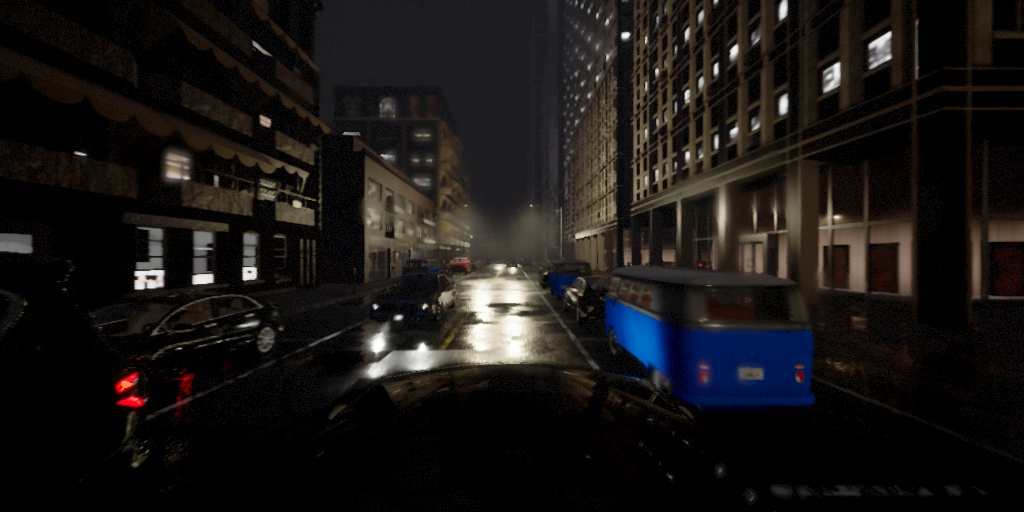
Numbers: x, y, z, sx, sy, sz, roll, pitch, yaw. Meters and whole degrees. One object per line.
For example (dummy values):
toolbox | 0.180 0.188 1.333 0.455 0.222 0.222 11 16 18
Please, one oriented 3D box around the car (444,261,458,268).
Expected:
car | -5.694 1.335 28.475 1.802 1.307 4.207 0 0 0

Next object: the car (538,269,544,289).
car | 2.687 1.315 22.828 1.948 1.339 4.313 0 0 0

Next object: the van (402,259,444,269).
van | -5.693 1.093 22.826 1.690 1.789 3.998 0 0 0

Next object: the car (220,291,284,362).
car | -5.691 1.302 5.881 2.007 1.370 4.403 0 0 0

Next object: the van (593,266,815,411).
van | 2.690 1.089 5.882 1.690 1.789 3.998 0 0 0

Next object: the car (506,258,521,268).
car | -0.008 1.256 59.656 2.128 1.511 4.902 0 0 0

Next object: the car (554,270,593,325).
car | 2.689 1.299 11.530 2.007 1.370 4.403 0 0 0

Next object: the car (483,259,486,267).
car | -5.697 1.315 56.717 2.007 1.370 4.403 0 0 0

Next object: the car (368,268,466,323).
car | -3.087 1.298 12.427 2.033 1.411 5.357 0 0 0

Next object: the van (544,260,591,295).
van | 2.689 1.089 17.179 1.690 1.789 3.998 0 0 0

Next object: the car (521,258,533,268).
car | 2.682 1.347 62.367 1.802 1.307 4.207 0 0 0

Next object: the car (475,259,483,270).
car | -5.697 1.327 51.069 1.948 1.339 4.313 0 0 0

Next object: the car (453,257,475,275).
car | -5.696 1.071 39.772 2.192 1.841 5.009 0 0 0
